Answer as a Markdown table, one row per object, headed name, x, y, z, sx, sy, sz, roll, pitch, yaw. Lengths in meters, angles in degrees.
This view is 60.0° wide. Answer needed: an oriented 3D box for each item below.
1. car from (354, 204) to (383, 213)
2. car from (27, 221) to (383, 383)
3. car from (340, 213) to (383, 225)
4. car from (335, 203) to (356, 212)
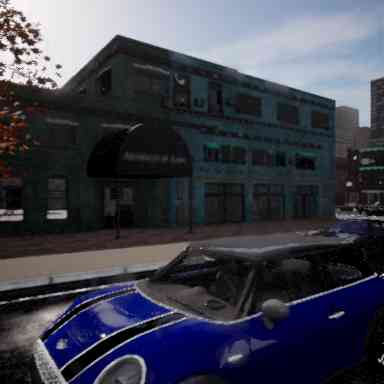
| name | x | y | z | sx | sy | sz | roll | pitch | yaw |
| --- | --- | --- | --- | --- | --- | --- | --- | --- | --- |
| car | 22.614 | 2.327 | 40.363 | 1.947 | 1.339 | 4.313 | -1 | 0 | -36 |
| car | 0.538 | 1.386 | 4.077 | 4.553 | 1.767 | 2.097 | 1 | 0 | -36 |
| car | 6.117 | 1.693 | 12.079 | 5.357 | 1.411 | 2.033 | 1 | -1 | -36 |
| car | 24.668 | 2.431 | 52.096 | 2.008 | 1.369 | 4.403 | -1 | 0 | -36 |
